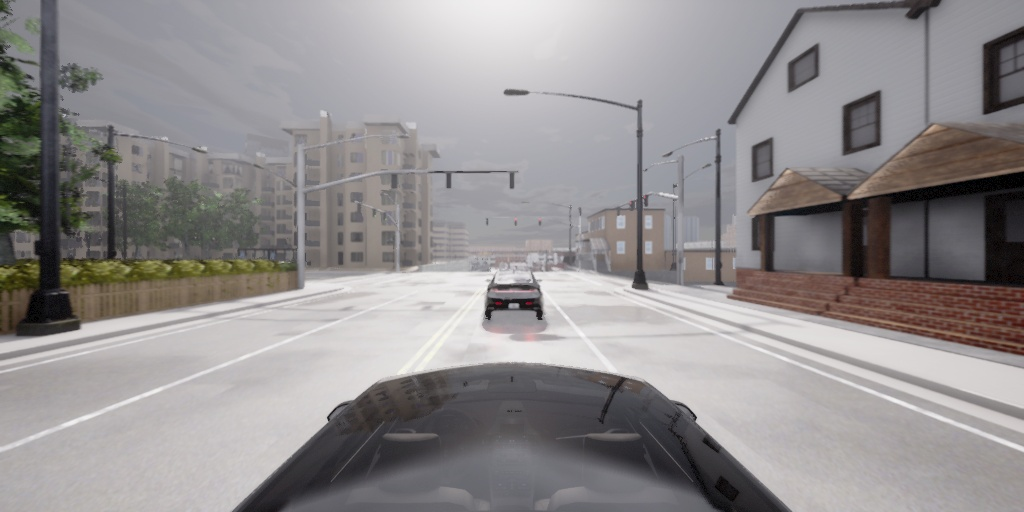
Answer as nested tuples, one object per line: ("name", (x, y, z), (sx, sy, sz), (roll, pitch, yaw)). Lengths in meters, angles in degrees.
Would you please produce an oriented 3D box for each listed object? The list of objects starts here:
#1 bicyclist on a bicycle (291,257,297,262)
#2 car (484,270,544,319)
("bicyclist on a bicycle", (-25.293, 0.992, 41.620), (0.582, 1.620, 1.656), (0, 0, 1))
("car", (0.068, 1.223, 12.688), (2.128, 1.511, 4.902), (0, 0, 0))
